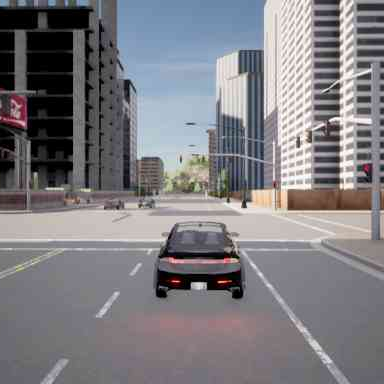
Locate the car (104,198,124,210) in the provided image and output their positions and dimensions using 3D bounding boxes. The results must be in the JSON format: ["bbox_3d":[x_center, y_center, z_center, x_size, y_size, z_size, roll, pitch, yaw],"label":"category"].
[{"bbox_3d":[-9.993,1.524,43.065,1.812,1.442,4.674,0,0,1],"label":"car"}]

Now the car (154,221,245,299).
[{"bbox_3d":[0.205,1.491,8.460,2.128,1.511,4.902,0,0,2],"label":"car"}]

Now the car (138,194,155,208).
[{"bbox_3d":[-6.422,1.489,47.509,2.128,1.511,4.902,0,0,1],"label":"car"}]
